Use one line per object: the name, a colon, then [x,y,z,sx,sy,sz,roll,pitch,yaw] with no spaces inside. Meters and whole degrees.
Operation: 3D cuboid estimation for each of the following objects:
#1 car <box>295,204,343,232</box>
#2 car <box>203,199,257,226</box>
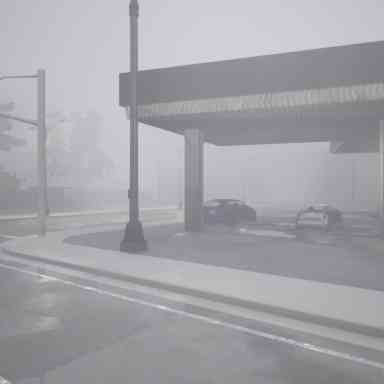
car: [7.664,1.456,19.829,1.970,1.475,3.806,0,0,37]
car: [2.590,1.295,22.629,2.242,1.667,4.611,0,0,37]
